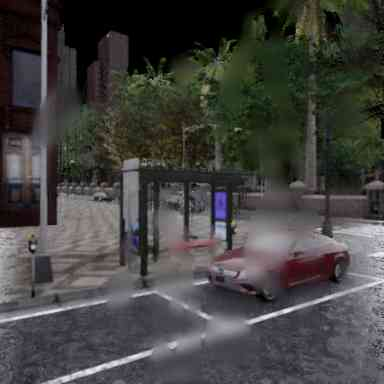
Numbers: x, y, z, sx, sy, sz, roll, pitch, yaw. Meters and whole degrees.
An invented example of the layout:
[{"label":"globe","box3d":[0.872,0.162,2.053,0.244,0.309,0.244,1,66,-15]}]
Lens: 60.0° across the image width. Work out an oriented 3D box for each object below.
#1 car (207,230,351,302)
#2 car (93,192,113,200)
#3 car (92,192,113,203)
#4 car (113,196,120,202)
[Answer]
[{"label":"car","box3d":[2.309,1.628,8.299,4.206,1.307,1.802,0,-1,-35]},{"label":"car","box3d":[-15.693,0.707,58.636,1.994,1.385,4.181,0,1,-35]},{"label":"car","box3d":[-13.509,0.771,50.341,1.882,1.535,5.008,0,1,-35]},{"label":"car","box3d":[-9.751,0.821,50.365,1.882,1.535,5.008,0,1,-35]}]
